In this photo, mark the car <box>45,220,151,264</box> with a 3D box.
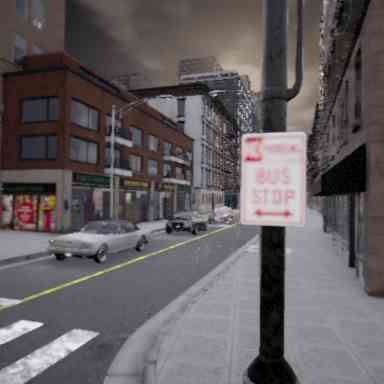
[{"bbox_3d":[-3.385,1.805,13.009,1.895,1.301,4.718,1,-1,18],"label":"car"}]

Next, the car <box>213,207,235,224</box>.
[{"bbox_3d":[2.915,2.232,32.204,1.812,1.442,4.674,1,-1,19],"label":"car"}]

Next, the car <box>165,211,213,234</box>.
[{"bbox_3d":[-0.263,2.017,22.535,1.994,1.385,4.181,1,-1,18],"label":"car"}]
